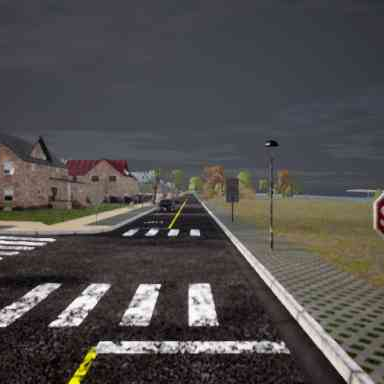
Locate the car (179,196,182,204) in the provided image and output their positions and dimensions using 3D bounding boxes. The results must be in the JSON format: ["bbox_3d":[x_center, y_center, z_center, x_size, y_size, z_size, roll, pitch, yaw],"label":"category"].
[{"bbox_3d":[-2.822,1.496,60.708,2.033,1.411,5.357,0,0,0],"label":"car"}]

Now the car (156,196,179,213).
[{"bbox_3d":[-2.795,1.533,36.875,1.837,1.490,4.892,0,0,0],"label":"car"}]
